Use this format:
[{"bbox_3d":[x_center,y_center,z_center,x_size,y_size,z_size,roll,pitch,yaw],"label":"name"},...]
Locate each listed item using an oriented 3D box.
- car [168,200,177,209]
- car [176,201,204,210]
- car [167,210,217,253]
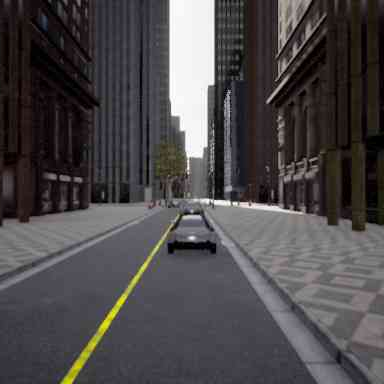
[{"bbox_3d":[-3.014,2.110,56.427,1.994,1.385,4.181,0,-1,0],"label":"car"},{"bbox_3d":[-0.002,1.623,29.076,2.097,1.767,4.553,0,-1,0],"label":"car"},{"bbox_3d":[0.002,1.700,14.345,1.994,1.385,4.181,0,0,0],"label":"car"}]
